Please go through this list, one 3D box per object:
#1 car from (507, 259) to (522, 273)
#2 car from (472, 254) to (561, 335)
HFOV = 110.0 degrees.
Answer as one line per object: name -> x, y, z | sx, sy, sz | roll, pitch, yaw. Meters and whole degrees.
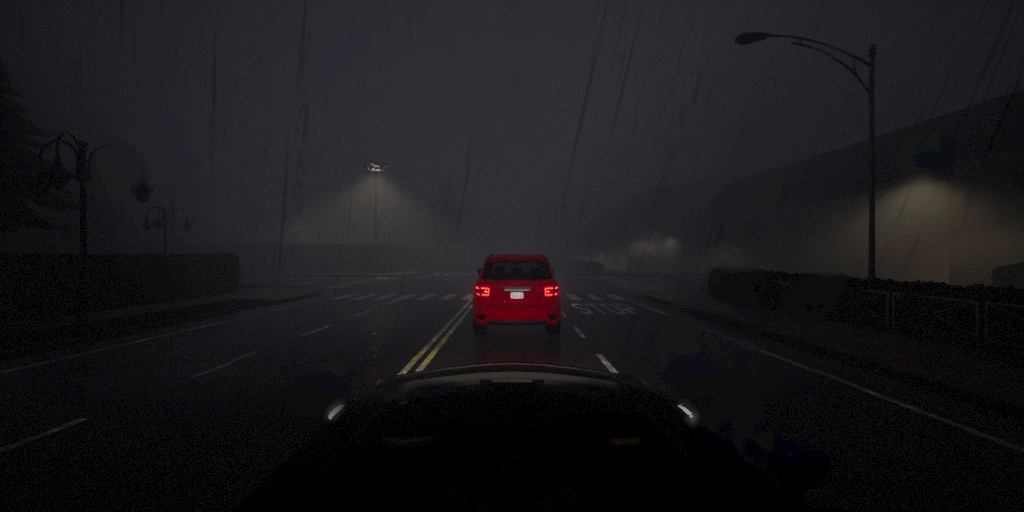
car -> 0.340, 1.227, 45.516 | 1.882, 1.535, 5.008 | 0, 0, 1
car -> 0.118, 0.971, 10.658 | 2.150, 2.045, 5.566 | 0, 0, 0
